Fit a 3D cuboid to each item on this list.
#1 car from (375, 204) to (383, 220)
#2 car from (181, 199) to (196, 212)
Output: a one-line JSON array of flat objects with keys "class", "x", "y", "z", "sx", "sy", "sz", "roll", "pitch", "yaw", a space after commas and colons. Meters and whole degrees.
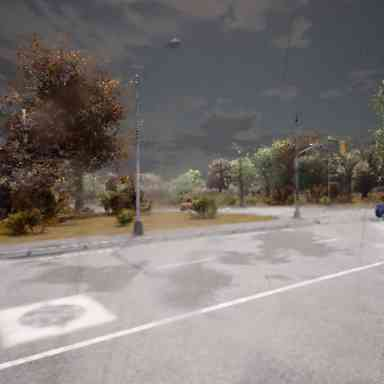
[{"class": "car", "x": 14.234, "y": 1.192, "z": 20.880, "sx": 1.882, "sy": 1.535, "sz": 5.008, "roll": -1, "pitch": 1, "yaw": -32}, {"class": "car", "x": 0.431, "y": 1.638, "z": 42.749, "sx": 2.097, "sy": 1.767, "sz": 4.553, "roll": -1, "pitch": -2, "yaw": -32}]
